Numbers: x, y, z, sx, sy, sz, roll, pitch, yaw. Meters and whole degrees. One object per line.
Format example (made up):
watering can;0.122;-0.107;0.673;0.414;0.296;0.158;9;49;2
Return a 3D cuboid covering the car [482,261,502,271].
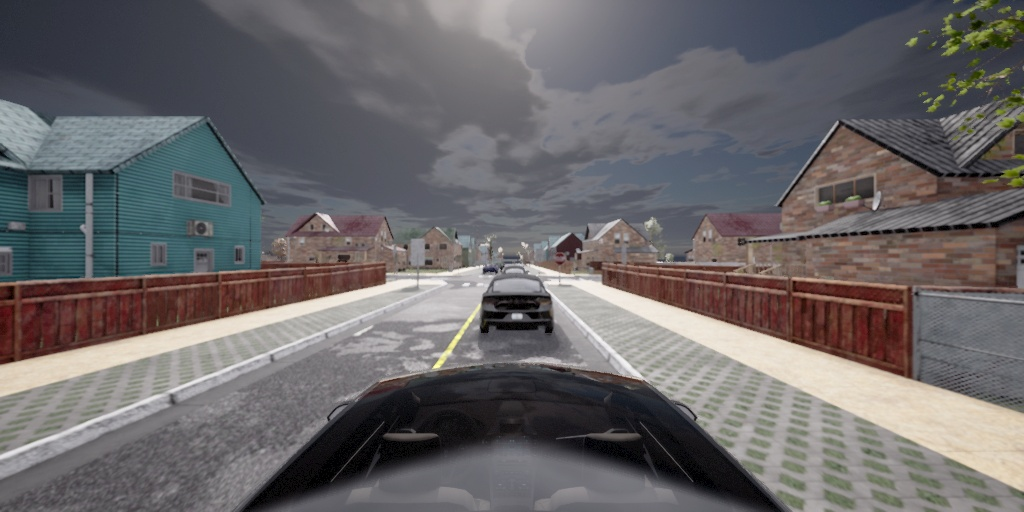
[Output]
car;-2.697;1.619;45.630;1.895;1.301;4.718;0;0;0

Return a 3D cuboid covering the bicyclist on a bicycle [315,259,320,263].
bicyclist on a bicycle;-20.036;1.133;36.993;0.582;1.620;1.656;0;0;0

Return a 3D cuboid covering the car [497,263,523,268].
car;0.175;1.390;24.089;1.812;1.442;4.674;0;0;0

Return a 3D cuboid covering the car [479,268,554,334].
car;0.128;1.273;10.832;1.882;1.535;5.008;0;0;0

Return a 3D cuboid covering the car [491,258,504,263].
car;-2.622;1.379;60.579;2.150;2.045;5.566;0;-1;1
